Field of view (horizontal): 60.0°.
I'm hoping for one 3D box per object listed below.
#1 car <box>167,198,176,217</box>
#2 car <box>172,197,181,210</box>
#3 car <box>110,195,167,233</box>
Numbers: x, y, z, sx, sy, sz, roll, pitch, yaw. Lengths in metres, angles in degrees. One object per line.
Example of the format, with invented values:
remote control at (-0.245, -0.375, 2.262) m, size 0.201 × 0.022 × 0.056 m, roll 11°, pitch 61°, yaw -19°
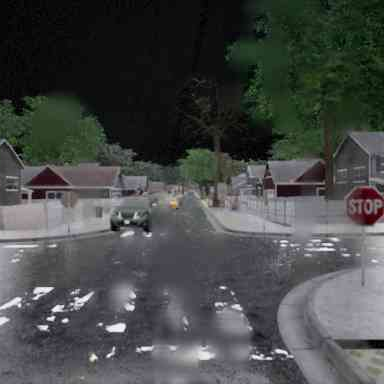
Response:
car at (-2.818, 1.557, 31.549) m, size 1.812 × 1.442 × 4.674 m, roll 0°, pitch 0°, yaw 0°
car at (-2.802, 1.519, 43.879) m, size 1.882 × 1.535 × 5.008 m, roll 0°, pitch 0°, yaw 0°
car at (-3.193, 1.242, 20.249) m, size 2.150 × 2.045 × 5.566 m, roll 0°, pitch 0°, yaw 5°
